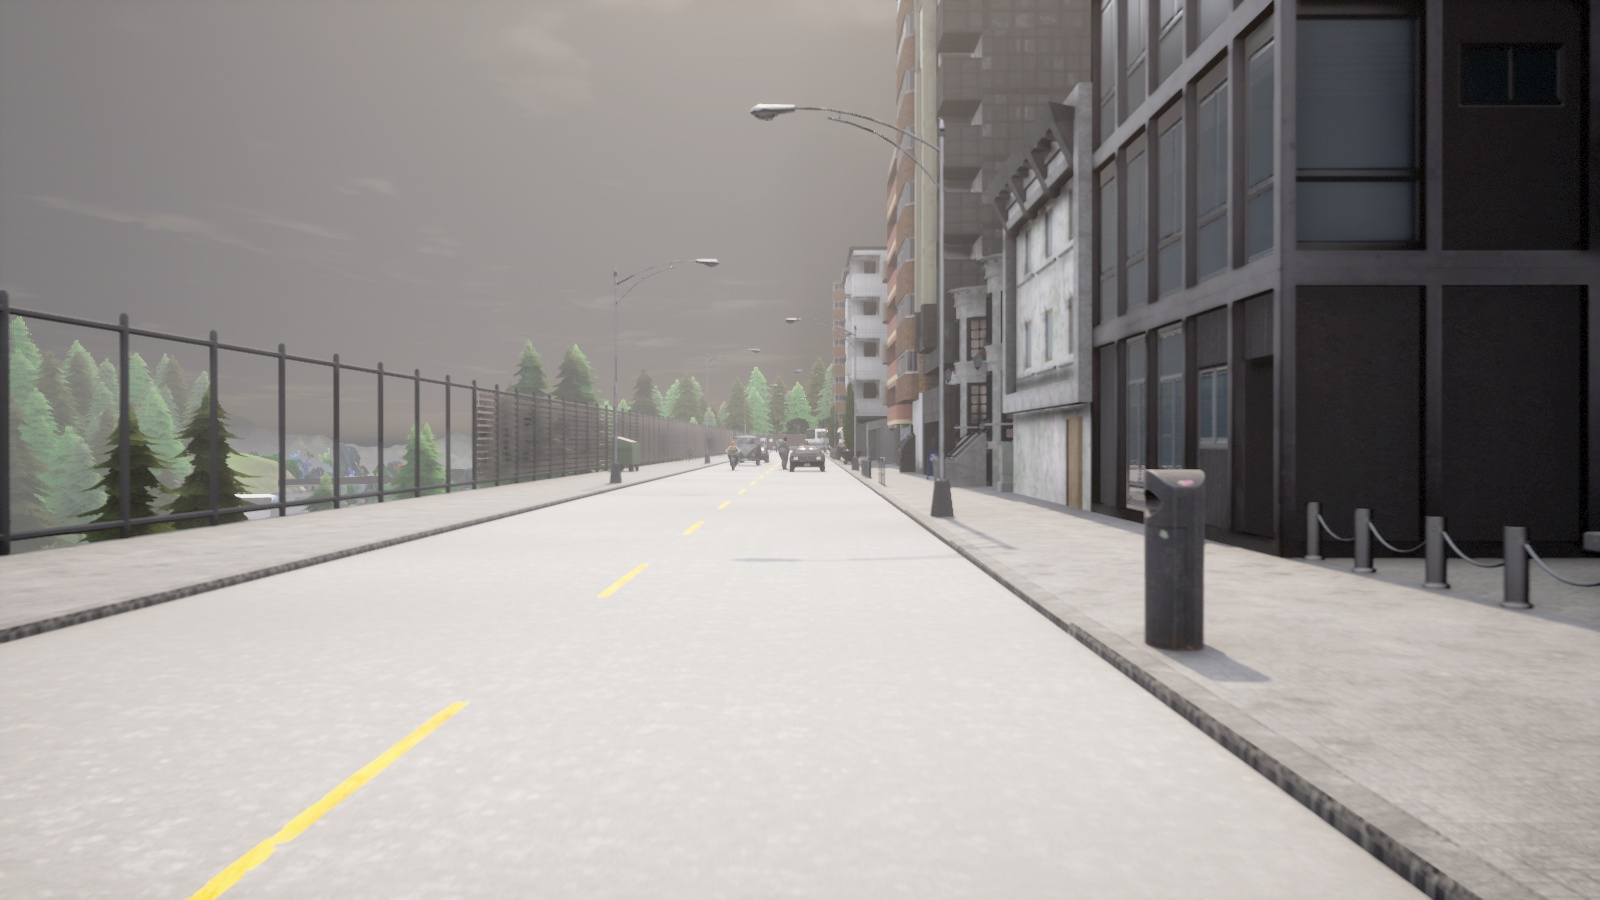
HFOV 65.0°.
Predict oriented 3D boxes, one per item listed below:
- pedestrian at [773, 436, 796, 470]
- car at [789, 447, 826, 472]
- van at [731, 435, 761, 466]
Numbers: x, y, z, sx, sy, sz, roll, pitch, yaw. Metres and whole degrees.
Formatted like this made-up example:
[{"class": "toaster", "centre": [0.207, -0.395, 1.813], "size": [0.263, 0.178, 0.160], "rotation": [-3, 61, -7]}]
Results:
[{"class": "pedestrian", "centre": [-0.863, 0.150, 69.527], "size": [0.874, 1.855, 0.900], "rotation": [0, 0, 45]}, {"class": "car", "centre": [0.384, 0.473, 66.420], "size": [1.895, 1.301, 4.718], "rotation": [0, 0, 0]}, {"class": "van", "centre": [-3.522, 0.028, 83.078], "size": [1.775, 1.987, 4.442], "rotation": [0, 0, 0]}]
